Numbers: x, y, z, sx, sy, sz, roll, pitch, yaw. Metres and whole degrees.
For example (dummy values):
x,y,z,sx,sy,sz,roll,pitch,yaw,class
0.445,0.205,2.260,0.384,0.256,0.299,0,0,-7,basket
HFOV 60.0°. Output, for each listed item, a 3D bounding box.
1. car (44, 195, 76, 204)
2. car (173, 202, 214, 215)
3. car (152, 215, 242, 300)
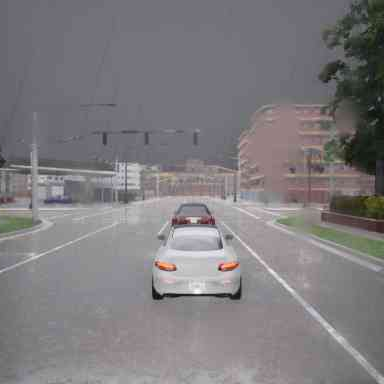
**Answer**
x,y,z,sx,sy,sz,roll,pitch,yaw,class
-23.402,1.295,57.992,4.611,1.667,2.242,0,0,1,car
0.074,1.352,17.269,2.097,1.767,4.553,0,0,0,car
0.092,1.526,8.277,1.812,1.442,4.674,0,0,0,car
